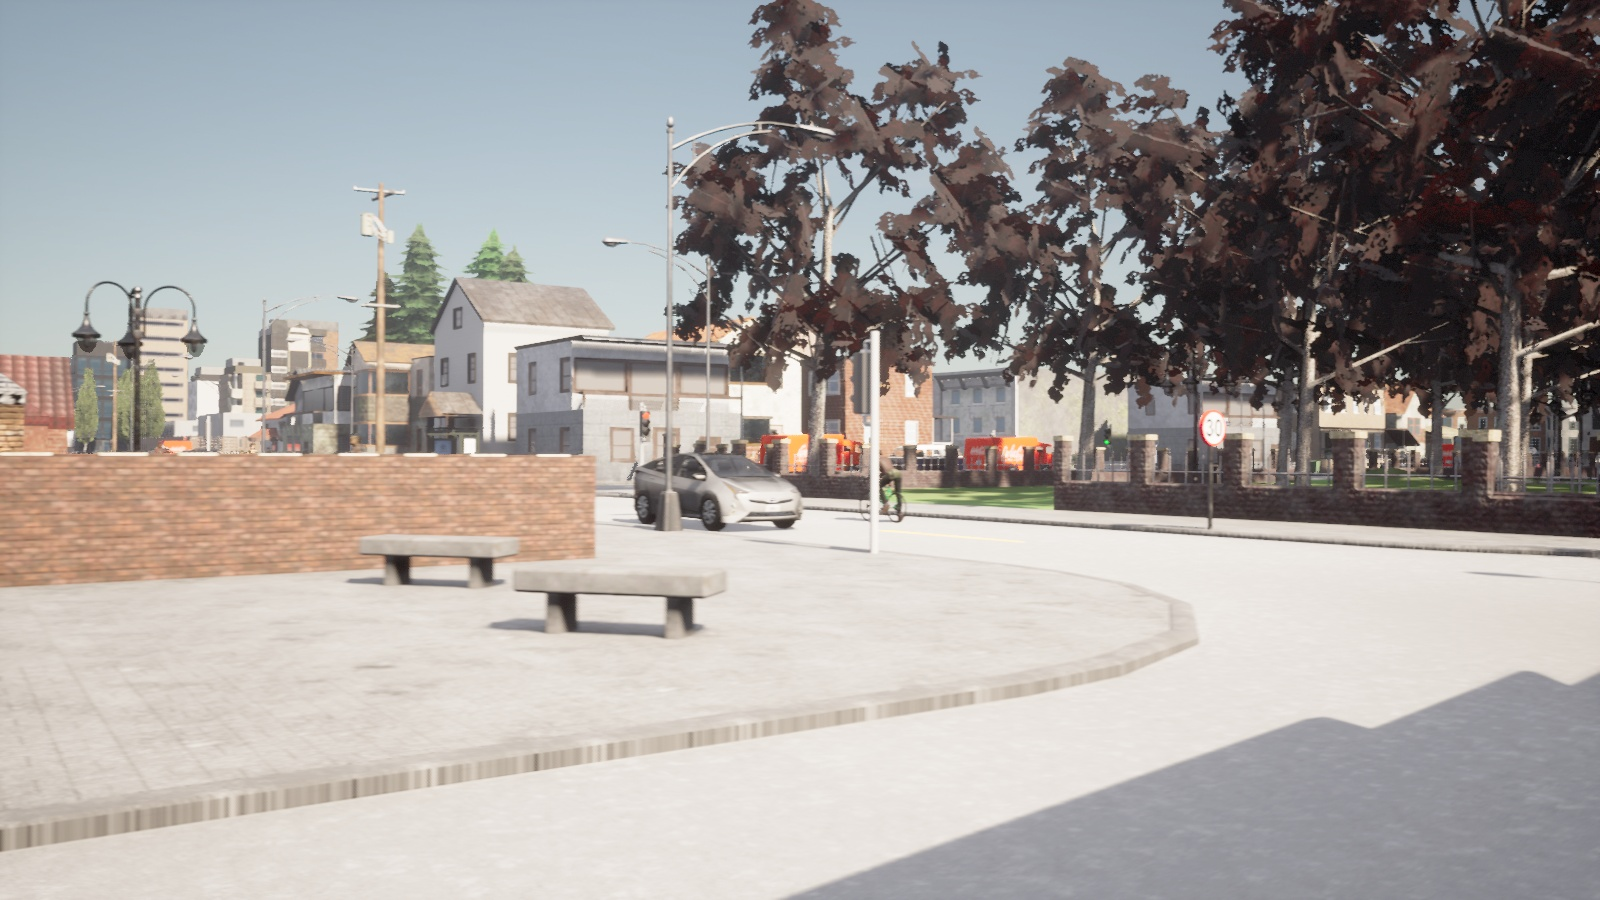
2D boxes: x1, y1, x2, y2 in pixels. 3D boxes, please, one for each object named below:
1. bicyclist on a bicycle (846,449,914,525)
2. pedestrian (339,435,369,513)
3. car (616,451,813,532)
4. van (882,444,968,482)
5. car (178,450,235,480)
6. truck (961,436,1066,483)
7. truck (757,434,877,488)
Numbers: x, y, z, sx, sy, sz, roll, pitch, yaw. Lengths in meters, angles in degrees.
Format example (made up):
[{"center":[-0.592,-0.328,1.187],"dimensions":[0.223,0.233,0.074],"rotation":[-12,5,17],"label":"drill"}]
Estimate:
[{"center":[1.761,0.792,27.734],"dimensions":[0.582,1.620,1.656],"rotation":[0,-1,-36],"label":"bicyclist on a bicycle"},{"center":[-10.592,0.564,29.799],"dimensions":[0.634,1.846,0.331],"rotation":[0,0,-27],"label":"pedestrian"},{"center":[-1.859,0.782,25.865],"dimensions":[2.007,1.525,4.514],"rotation":[0,0,-35],"label":"car"},{"center":[6.898,0.704,69.125],"dimensions":[4.480,2.038,2.069],"rotation":[0,0,-35],"label":"van"},{"center":[-34.408,0.865,72.717],"dimensions":[2.242,1.667,4.611],"rotation":[0,0,-35],"label":"car"},{"center":[11.477,0.489,67.426],"dimensions":[5.204,2.467,2.627],"rotation":[0,0,-36],"label":"truck"},{"center":[0.850,0.477,59.943],"dimensions":[5.204,2.467,2.627],"rotation":[-1,0,-38],"label":"truck"}]
